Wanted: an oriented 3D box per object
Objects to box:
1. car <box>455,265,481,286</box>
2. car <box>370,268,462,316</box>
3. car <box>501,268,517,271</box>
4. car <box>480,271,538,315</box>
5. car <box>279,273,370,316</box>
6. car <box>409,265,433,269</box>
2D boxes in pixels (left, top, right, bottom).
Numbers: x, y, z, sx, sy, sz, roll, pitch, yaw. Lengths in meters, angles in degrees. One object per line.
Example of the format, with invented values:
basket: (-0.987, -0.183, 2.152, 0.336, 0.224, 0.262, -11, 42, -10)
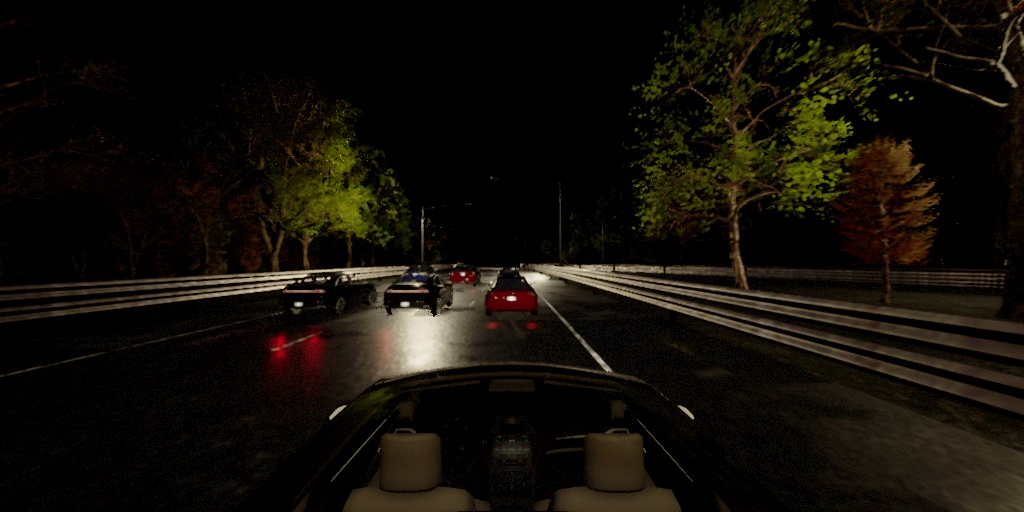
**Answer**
car: (-3.731, 1.482, 29.222, 2.097, 1.767, 4.553, 0, -1, -1)
car: (-3.521, 1.412, 14.248, 2.128, 1.511, 4.902, 0, -1, 0)
car: (-0.234, 1.699, 29.620, 1.994, 1.385, 4.181, 0, -1, -1)
car: (-0.022, 1.488, 14.572, 1.994, 1.385, 4.181, 0, -1, 0)
car: (-7.021, 1.413, 14.221, 2.128, 1.511, 4.902, 0, -1, 0)
car: (-7.229, 1.482, 29.155, 2.097, 1.767, 4.553, 0, -1, -1)
